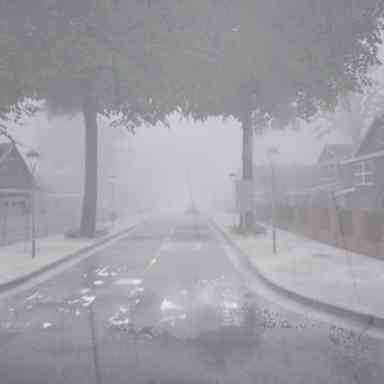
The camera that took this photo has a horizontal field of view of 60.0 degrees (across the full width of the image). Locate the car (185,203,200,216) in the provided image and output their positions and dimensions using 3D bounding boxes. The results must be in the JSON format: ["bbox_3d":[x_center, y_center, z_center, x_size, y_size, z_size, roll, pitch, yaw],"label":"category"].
[{"bbox_3d":[0.010,2.542,44.996,1.994,1.385,4.181,-1,-1,0],"label":"car"}]

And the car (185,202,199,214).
[{"bbox_3d":[0.011,2.570,55.017,2.097,1.767,4.553,-1,-1,0],"label":"car"}]
